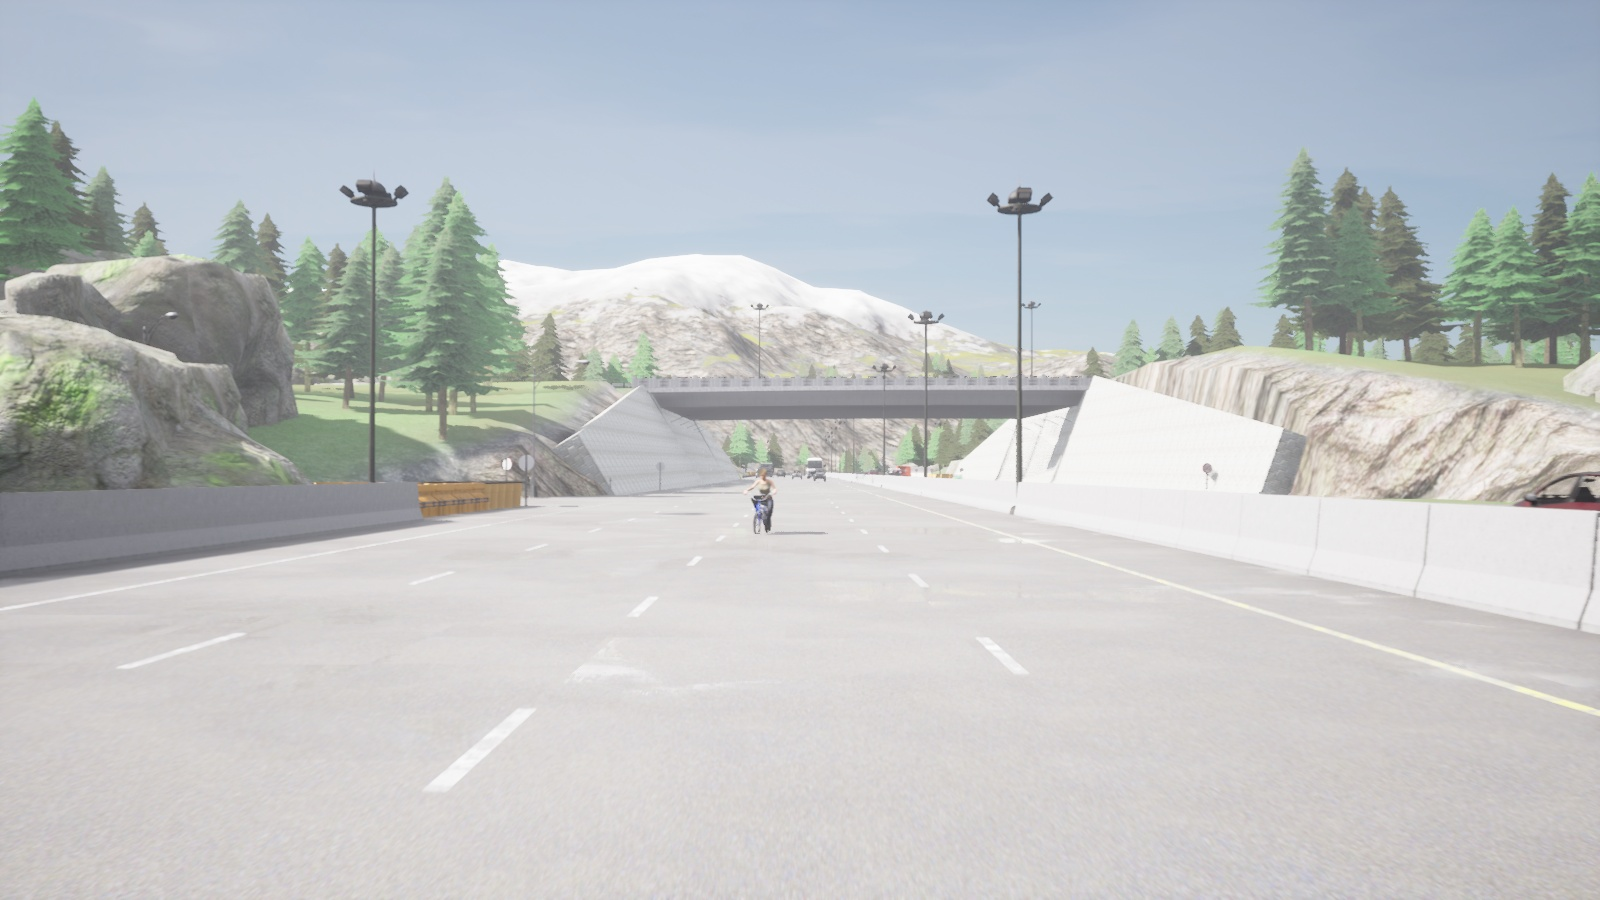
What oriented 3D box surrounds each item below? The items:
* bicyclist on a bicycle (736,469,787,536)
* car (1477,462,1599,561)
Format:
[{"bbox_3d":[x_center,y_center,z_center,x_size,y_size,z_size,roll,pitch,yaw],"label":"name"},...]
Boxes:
[{"bbox_3d":[-0.938,1.271,30.850,0.866,1.612,1.509,-1,-1,14],"label":"bicyclist on a bicycle"},{"bbox_3d":[13.946,1.028,22.132,1.851,1.617,3.988,0,-1,0],"label":"car"}]
